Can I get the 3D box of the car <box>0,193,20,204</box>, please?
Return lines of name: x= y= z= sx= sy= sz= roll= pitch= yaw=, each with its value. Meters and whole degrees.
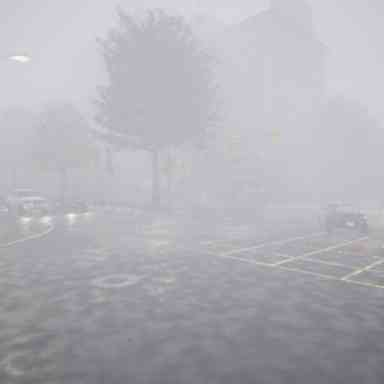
car: x=-25.082 y=0.833 z=45.305 sx=1.812 sy=1.442 sz=4.674 roll=-1 pitch=1 yaw=-43

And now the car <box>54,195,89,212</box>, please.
car: x=-11.381 y=1.041 z=30.913 sx=1.837 sy=1.490 sz=4.892 roll=-1 pitch=1 yaw=-44

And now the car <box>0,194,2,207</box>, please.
car: x=-21.463 y=0.988 z=36.412 sx=2.033 sy=1.411 sz=5.357 roll=-1 pitch=1 yaw=-44

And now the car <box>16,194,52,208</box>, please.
car: x=-18.105 y=0.971 z=37.962 sx=2.033 sy=1.411 sz=5.357 roll=-1 pitch=1 yaw=-44

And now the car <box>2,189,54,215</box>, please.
car: x=-14.374 y=0.780 z=28.973 sx=2.150 sy=2.045 sz=5.566 roll=-1 pitch=1 yaw=-44

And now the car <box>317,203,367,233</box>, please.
car: x=7.909 y=1.283 z=17.689 sx=1.812 sy=1.442 sz=4.674 roll=1 pitch=1 yaw=14
